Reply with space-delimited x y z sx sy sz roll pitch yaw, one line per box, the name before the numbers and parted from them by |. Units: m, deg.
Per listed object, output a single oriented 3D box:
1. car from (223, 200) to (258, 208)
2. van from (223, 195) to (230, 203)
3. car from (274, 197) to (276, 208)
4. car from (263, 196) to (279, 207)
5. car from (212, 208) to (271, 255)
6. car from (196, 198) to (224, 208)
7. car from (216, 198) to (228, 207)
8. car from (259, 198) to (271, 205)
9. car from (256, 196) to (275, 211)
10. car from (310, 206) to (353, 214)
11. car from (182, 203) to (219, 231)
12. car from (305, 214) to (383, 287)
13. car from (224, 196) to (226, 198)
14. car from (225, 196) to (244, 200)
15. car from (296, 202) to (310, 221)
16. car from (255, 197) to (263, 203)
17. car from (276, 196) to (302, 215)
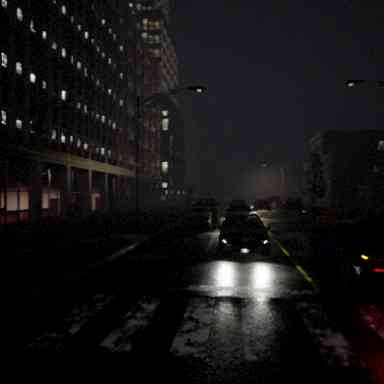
car | 3.401 1.579 23.703 1.882 1.535 5.008 0 0 8
van | 9.027 1.802 86.972 1.690 1.788 3.998 0 0 7
car | 12.359 1.765 47.622 1.752 1.417 4.829 0 0 7
car | 13.767 1.617 58.436 2.192 1.841 5.009 0 0 7
car | 2.118 1.598 13.805 2.033 1.411 5.357 0 0 7
car | 1.171 1.428 26.575 2.192 1.841 5.009 0 0 7
car | 5.455 1.862 59.518 1.947 1.339 4.313 0 0 7
car | 15.193 1.932 69.416 1.947 1.339 4.313 0 0 7
car | 9.039 1.685 42.606 1.882 1.535 5.008 0 0 8
car | 8.788 1.616 20.168 1.752 1.417 4.829 0 0 7
car | 0.456 1.635 21.083 2.008 1.369 4.403 0 0 7
car | 4.698 1.556 9.175 1.812 1.442 4.674 0 0 6
car | 4.005 1.757 48.369 1.752 1.417 4.829 0 0 7
car | 4.735 1.507 33.828 2.097 1.767 4.553 0 0 7
car | 9.480 1.700 25.490 1.802 1.307 4.206 0 0 7
car | 17.336 2.048 85.888 1.802 1.307 4.206 0 0 7
car | 10.910 1.492 36.473 2.192 1.841 5.009 0 0 7
